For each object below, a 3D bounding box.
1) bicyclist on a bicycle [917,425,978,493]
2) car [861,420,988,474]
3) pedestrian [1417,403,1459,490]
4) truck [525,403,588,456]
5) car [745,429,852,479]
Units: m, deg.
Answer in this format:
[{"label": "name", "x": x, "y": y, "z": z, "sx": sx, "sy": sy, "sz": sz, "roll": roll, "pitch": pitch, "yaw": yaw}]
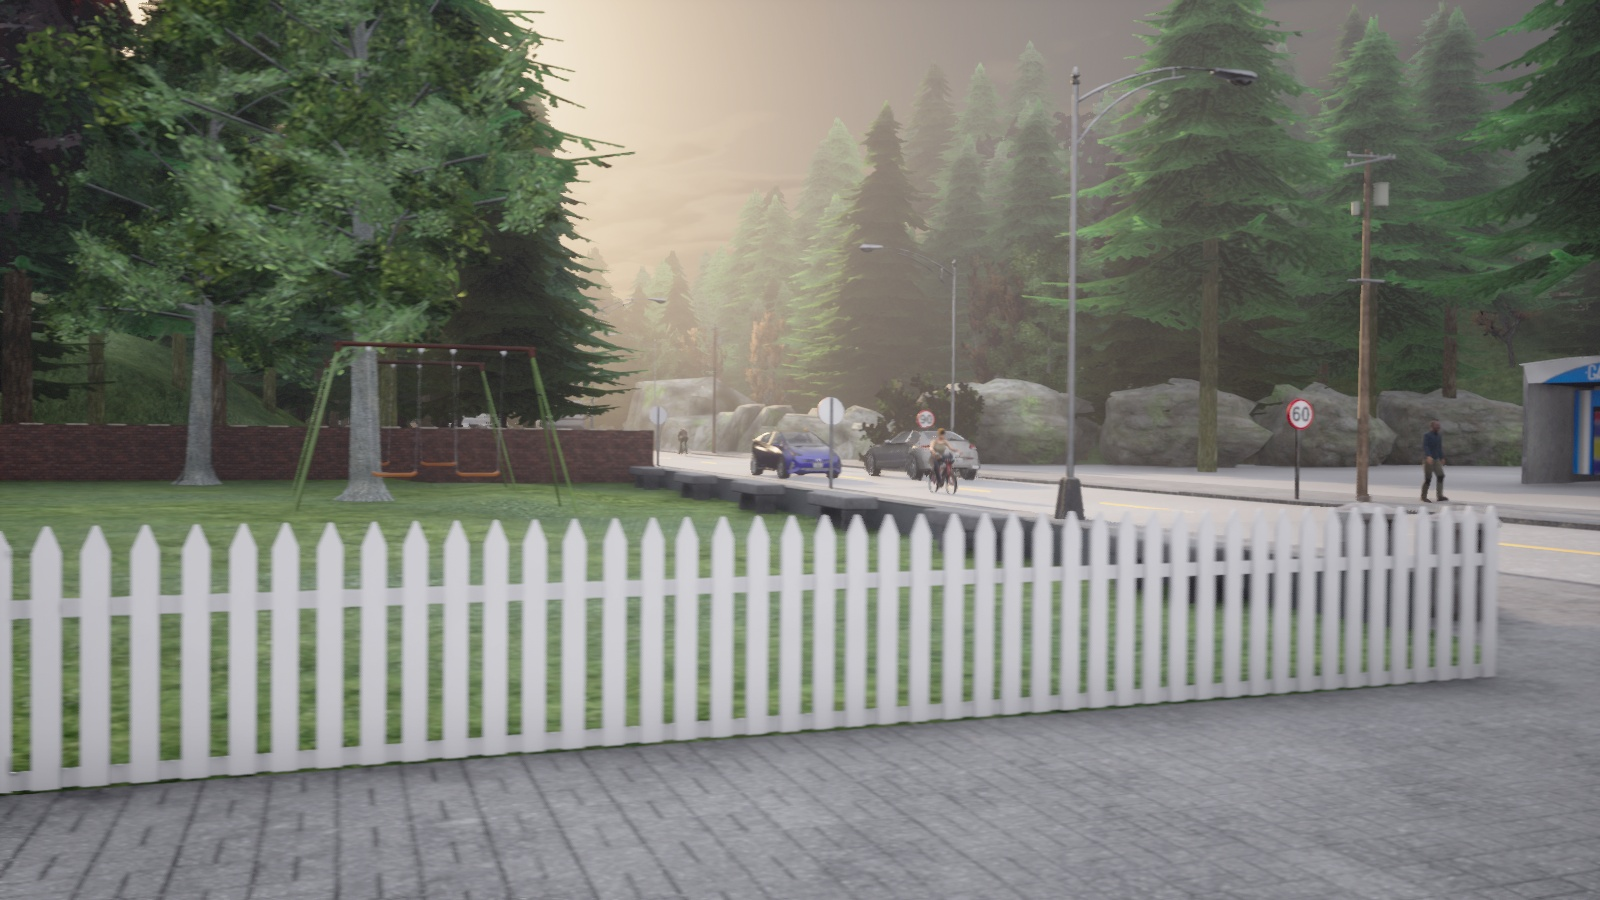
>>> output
[{"label": "bicyclist on a bicycle", "x": 3.574, "y": 0.202, "z": 30.552, "sx": 0.866, "sy": 1.612, "sz": 1.509, "roll": -1, "pitch": 1, "yaw": -20}, {"label": "car", "x": 3.966, "y": -0.129, "z": 41.018, "sx": 2.152, "sy": 1.651, "sz": 5.027, "roll": -1, "pitch": 1, "yaw": -20}, {"label": "pedestrian", "x": 13.710, "y": -0.076, "z": 26.991, "sx": 0.402, "sy": 1.842, "sz": 0.726, "roll": -1, "pitch": 1, "yaw": -17}, {"label": "truck", "x": -16.606, "y": -1.384, "z": 85.309, "sx": 2.891, "sy": 3.462, "sz": 7.936, "roll": -1, "pitch": 1, "yaw": -20}, {"label": "car", "x": -0.125, "y": 0.090, "z": 40.561, "sx": 2.007, "sy": 1.525, "sz": 4.514, "roll": -1, "pitch": 1, "yaw": -20}]
